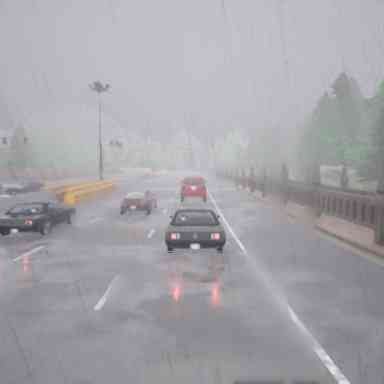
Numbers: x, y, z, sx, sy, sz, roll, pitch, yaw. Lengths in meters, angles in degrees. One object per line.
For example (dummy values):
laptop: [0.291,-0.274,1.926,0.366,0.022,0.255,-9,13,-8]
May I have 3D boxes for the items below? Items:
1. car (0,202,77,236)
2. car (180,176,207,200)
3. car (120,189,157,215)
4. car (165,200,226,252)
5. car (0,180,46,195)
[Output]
car: [-6.897,1.083,15.120,1.895,1.301,4.718,0,4,0]
car: [0.138,-0.381,29.053,2.150,2.045,5.566,0,5,0]
car: [-3.390,0.539,21.435,1.812,1.442,4.674,0,5,0]
car: [0.102,1.248,12.256,1.895,1.301,4.718,0,3,0]
car: [-17.469,-0.556,35.261,2.033,1.411,5.357,0,5,1]
